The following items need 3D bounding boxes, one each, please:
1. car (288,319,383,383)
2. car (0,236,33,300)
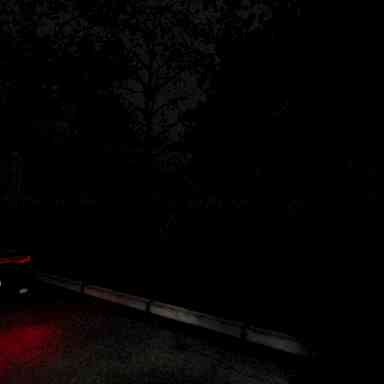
[{"bbox_3d":[2.646,1.351,1.476,4.553,1.767,2.097,0,0,36],"label":"car"},{"bbox_3d":[-5.539,1.488,7.378,5.008,1.535,1.882,0,0,36],"label":"car"}]
